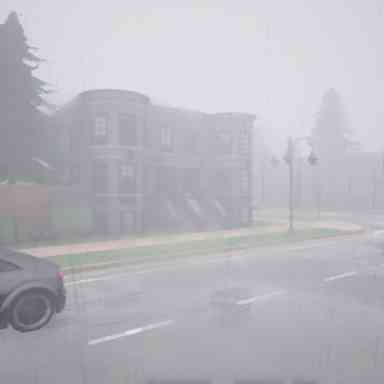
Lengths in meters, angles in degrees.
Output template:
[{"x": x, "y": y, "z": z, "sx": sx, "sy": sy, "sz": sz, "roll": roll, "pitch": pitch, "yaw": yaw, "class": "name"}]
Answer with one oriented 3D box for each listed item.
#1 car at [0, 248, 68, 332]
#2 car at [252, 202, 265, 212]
[{"x": -4.227, "y": 1.565, "z": 5.265, "sx": 4.181, "sy": 1.385, "sz": 1.994, "roll": 0, "pitch": 0, "yaw": -36, "class": "car"}, {"x": 5.758, "y": 1.478, "z": 37.777, "sx": 2.033, "sy": 1.411, "sz": 5.357, "roll": 0, "pitch": 0, "yaw": -33, "class": "car"}]
